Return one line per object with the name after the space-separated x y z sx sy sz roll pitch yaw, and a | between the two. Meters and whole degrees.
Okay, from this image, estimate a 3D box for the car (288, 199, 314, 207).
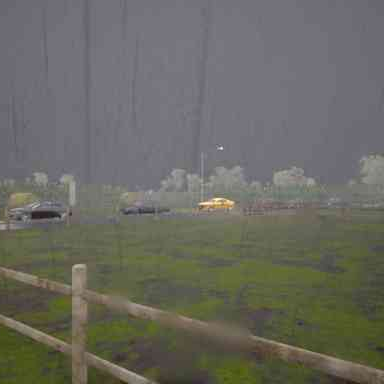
14.486 1.651 45.081 4.718 1.301 1.895 0 0 -37 | car

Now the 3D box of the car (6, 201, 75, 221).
-11.666 1.491 25.904 2.128 1.511 4.902 1 0 44 | car

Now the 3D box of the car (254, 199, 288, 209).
10.554 1.631 45.629 4.718 1.301 1.895 0 0 -38 | car

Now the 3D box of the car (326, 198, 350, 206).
22.403 1.588 51.104 4.674 1.442 1.812 0 0 -36 | car

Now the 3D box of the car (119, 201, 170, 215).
-4.643 1.558 32.687 5.357 1.411 2.033 0 0 -43 | car

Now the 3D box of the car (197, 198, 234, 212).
2.825 1.499 39.282 5.008 1.535 1.882 0 0 -40 | car
